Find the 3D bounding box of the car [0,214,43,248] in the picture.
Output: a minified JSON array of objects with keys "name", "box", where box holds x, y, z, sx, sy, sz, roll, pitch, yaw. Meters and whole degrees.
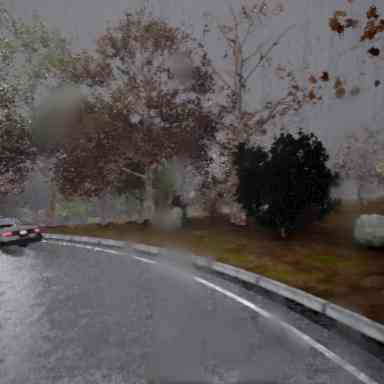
[{"name":"car","box":[-8.569,1.620,13.669,5.357,1.411,2.033,-1,0,28]}]
